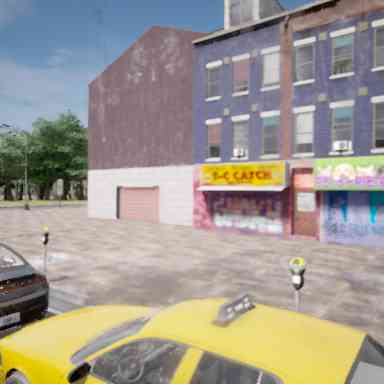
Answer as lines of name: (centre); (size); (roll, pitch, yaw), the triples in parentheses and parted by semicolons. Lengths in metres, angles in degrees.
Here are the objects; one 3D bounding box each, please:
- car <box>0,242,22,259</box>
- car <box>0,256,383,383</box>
car: (-4.273, 1.499, 5.840); (4.403, 1.369, 2.008); (1, 0, 35)
car: (0.109, 1.514, 2.729); (4.829, 1.417, 1.752); (1, 0, 35)
